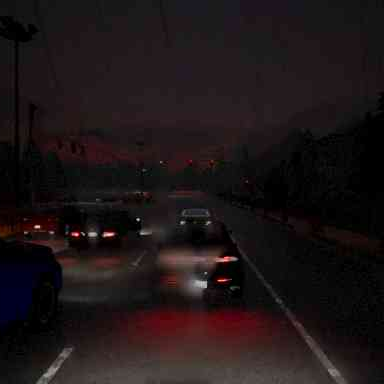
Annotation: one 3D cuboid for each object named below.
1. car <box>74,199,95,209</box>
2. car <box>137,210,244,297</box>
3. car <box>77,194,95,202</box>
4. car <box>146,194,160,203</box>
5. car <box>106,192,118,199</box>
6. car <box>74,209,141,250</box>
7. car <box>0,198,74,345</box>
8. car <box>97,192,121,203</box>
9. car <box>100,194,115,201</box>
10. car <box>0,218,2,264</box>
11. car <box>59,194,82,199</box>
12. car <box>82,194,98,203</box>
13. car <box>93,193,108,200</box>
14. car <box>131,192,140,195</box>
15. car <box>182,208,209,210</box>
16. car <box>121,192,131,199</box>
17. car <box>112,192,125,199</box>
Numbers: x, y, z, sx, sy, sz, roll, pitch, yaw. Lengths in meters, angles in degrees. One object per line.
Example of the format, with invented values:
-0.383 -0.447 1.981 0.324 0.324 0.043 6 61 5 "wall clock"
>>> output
-6.831 1.360 17.152 1.882 1.535 5.008 0 0 0 "car"
0.132 1.439 8.417 2.128 1.511 4.902 0 0 0 "car"
-20.621 1.126 65.009 1.895 1.301 4.718 0 0 1 "car"
-6.519 1.085 55.884 2.128 1.511 4.902 0 1 0 "car"
-20.476 0.852 85.169 1.882 1.535 5.008 0 0 0 "car"
-3.339 1.455 13.737 2.033 1.411 5.357 0 0 0 "car"
-3.385 1.205 3.563 2.150 2.045 5.566 0 0 0 "car"
-13.755 1.122 55.407 1.812 1.442 4.674 0 0 1 "car"
-17.092 1.071 67.352 1.994 1.385 4.181 0 0 0 "car"
-6.876 1.513 8.167 1.994 1.385 4.181 0 0 1 "car"
-20.740 1.072 55.675 1.882 1.535 5.008 0 0 2 "car"
-17.232 1.146 57.376 1.994 1.385 4.181 0 0 1 "car"
-20.542 0.929 74.950 1.882 1.535 5.008 0 0 0 "car"
-13.545 0.978 74.491 1.812 1.442 4.674 0 0 0 "car"
0.186 1.478 17.747 1.895 1.301 4.718 0 0 0 "car"
-13.649 1.055 64.470 1.812 1.442 4.674 0 0 1 "car"
-17.026 0.787 77.485 2.097 1.767 4.553 0 0 0 "car"
